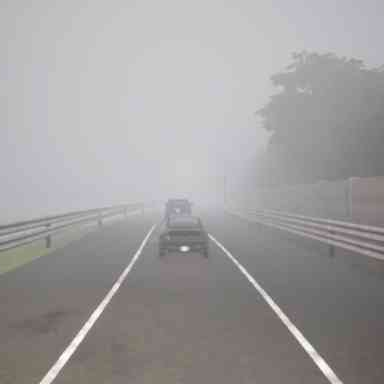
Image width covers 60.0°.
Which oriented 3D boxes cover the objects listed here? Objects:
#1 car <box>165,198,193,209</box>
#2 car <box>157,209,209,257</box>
[{"bbox_3d":[-1.084,1.539,27.691,2.150,2.045,5.566,0,0,-1],"label":"car"},{"bbox_3d":[-0.365,1.666,13.630,1.837,1.490,4.892,0,0,-3],"label":"car"}]
